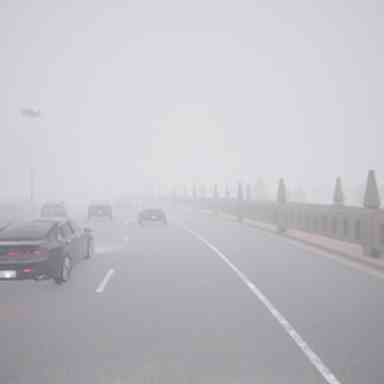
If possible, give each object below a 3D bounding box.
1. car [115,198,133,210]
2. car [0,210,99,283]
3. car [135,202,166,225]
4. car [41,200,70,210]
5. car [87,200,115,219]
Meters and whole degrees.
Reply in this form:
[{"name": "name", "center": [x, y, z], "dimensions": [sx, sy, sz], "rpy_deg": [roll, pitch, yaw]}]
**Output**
[{"name": "car", "center": [-8.540, 1.421, 40.530], "dimensions": [1.994, 1.385, 4.181], "rpy_deg": [0, 0, -23]}, {"name": "car", "center": [-4.110, 1.478, 9.438], "dimensions": [1.837, 1.490, 4.892], "rpy_deg": [0, 0, -6]}, {"name": "car", "center": [-2.947, 1.436, 23.469], "dimensions": [1.812, 1.442, 4.674], "rpy_deg": [0, 0, -13]}, {"name": "car", "center": [-11.205, 1.414, 27.320], "dimensions": [2.128, 1.511, 4.902], "rpy_deg": [0, 0, -16]}, {"name": "car", "center": [-7.630, 1.387, 27.569], "dimensions": [1.882, 1.535, 5.008], "rpy_deg": [0, 0, -16]}]
